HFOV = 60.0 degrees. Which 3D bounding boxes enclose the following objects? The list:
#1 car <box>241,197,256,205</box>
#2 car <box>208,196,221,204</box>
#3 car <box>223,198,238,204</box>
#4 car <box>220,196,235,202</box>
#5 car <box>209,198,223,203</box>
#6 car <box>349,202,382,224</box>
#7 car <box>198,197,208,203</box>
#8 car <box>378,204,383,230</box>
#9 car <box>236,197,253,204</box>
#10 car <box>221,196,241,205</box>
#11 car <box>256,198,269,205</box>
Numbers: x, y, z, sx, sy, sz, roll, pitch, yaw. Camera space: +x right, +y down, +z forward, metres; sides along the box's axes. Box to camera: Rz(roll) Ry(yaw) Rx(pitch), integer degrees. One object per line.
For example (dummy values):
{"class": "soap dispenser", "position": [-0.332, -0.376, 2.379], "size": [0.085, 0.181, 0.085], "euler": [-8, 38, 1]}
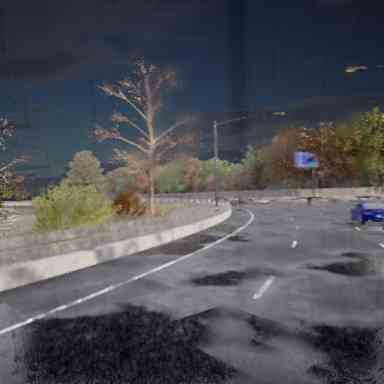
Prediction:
{"class": "car", "position": [11.393, 2.021, 71.860], "size": [2.128, 1.511, 4.902], "euler": [-1, -1, -10]}
{"class": "car", "position": [6.255, 1.904, 79.064], "size": [2.150, 2.045, 5.566], "euler": [-1, -1, -14]}
{"class": "car", "position": [9.350, 2.227, 80.974], "size": [1.895, 1.301, 4.718], "euler": [-1, -1, -17]}
{"class": "car", "position": [9.797, 1.899, 91.336], "size": [2.097, 1.767, 4.553], "euler": [-1, -1, -22]}
{"class": "car", "position": [6.485, 2.198, 90.208], "size": [1.895, 1.301, 4.718], "euler": [-1, -1, -22]}
{"class": "car", "position": [12.859, 1.453, 24.189], "size": [1.882, 1.535, 5.008], "euler": [-1, 0, 14]}
{"class": "car", "position": [3.201, 2.186, 88.999], "size": [2.128, 1.511, 4.902], "euler": [-1, -1, -22]}
{"class": "car", "position": [10.154, 1.466, 15.179], "size": [1.812, 1.442, 4.674], "euler": [-1, -1, 19]}
{"class": "car", "position": [12.854, 2.088, 81.478], "size": [2.128, 1.511, 4.902], "euler": [-1, -1, -17]}
{"class": "car", "position": [8.137, 2.071, 70.091], "size": [1.812, 1.442, 4.674], "euler": [-1, -1, -10]}
{"class": "car", "position": [14.874, 2.020, 72.263], "size": [1.895, 1.301, 4.718], "euler": [-1, -1, -10]}
